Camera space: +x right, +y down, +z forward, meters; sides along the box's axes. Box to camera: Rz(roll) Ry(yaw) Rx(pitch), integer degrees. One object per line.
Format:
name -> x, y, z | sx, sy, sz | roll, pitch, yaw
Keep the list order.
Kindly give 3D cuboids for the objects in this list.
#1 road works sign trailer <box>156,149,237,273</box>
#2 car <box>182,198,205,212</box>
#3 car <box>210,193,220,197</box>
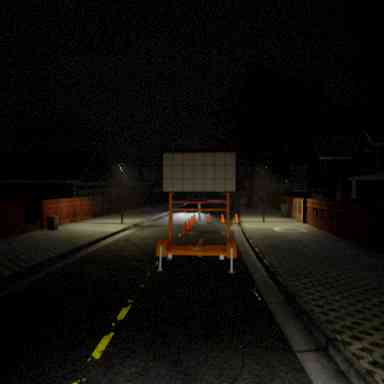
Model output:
road works sign trailer -> 0.241, 0.434, 10.631 | 2.380, 3.560, 2.880 | 0, 0, 6
car -> 0.210, 1.328, 35.307 | 1.895, 1.301, 4.718 | 0, 1, 8
car -> 4.749, 0.577, 67.419 | 1.812, 1.442, 4.674 | 0, 1, 8
